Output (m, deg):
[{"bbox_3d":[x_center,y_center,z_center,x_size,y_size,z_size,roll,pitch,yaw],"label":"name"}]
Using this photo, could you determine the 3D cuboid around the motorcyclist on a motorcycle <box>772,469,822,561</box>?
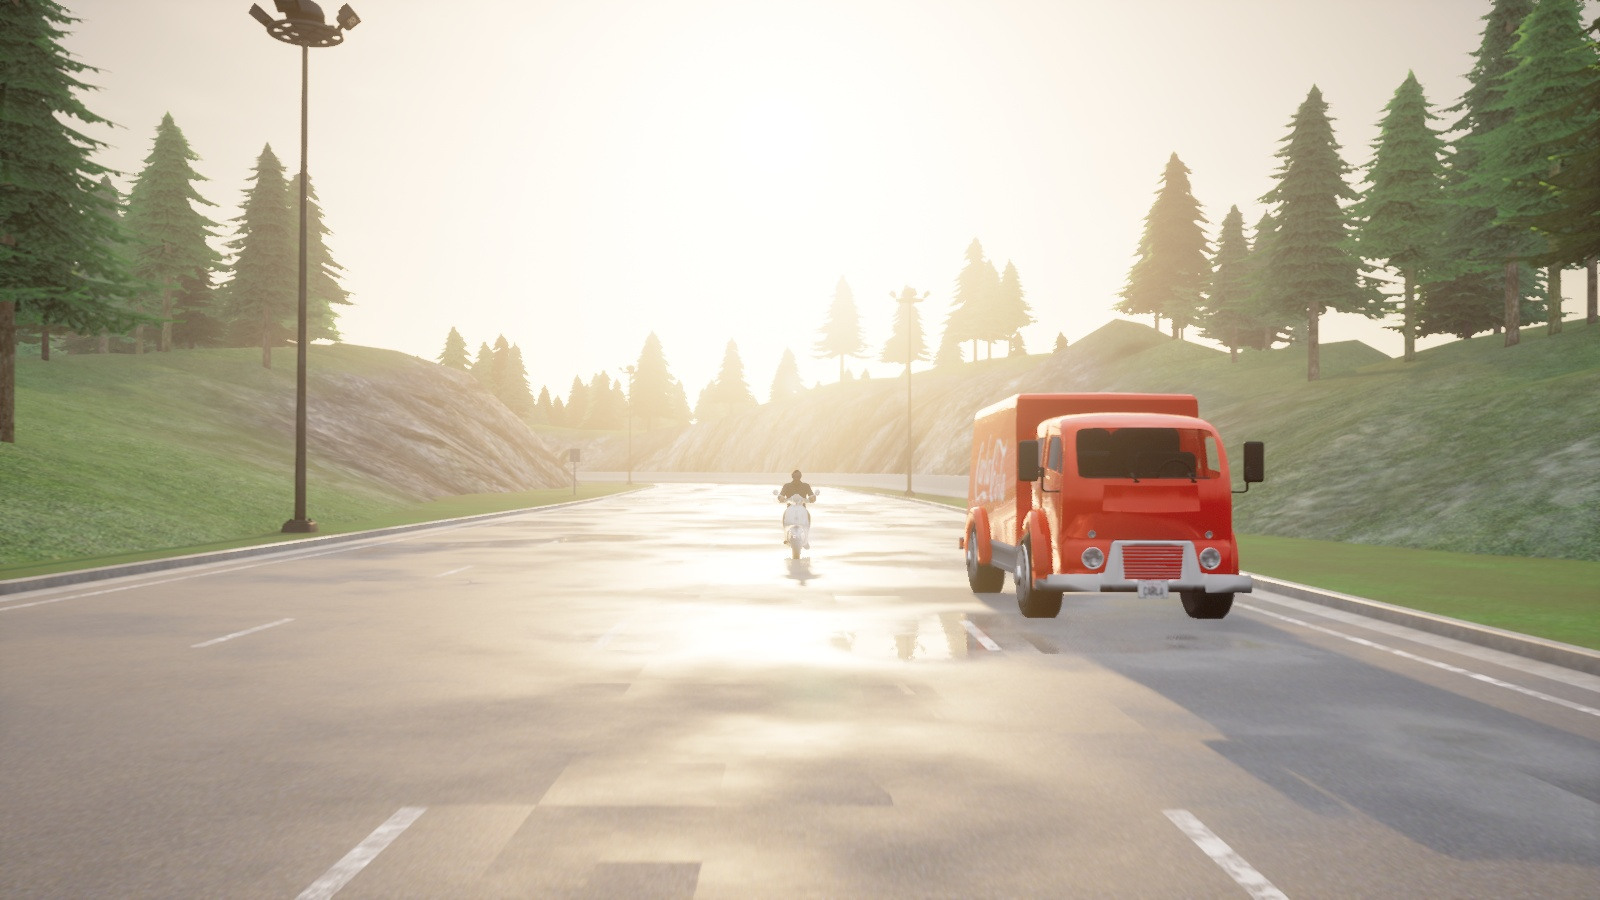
[{"bbox_3d":[-0.055,1.146,22.699,0.866,1.590,1.817,0,-1,0],"label":"motorcyclist on a motorcycle"}]

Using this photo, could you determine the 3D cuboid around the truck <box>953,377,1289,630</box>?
[{"bbox_3d":[3.462,0.562,14.908,2.627,2.467,5.204,0,-1,0],"label":"truck"}]
